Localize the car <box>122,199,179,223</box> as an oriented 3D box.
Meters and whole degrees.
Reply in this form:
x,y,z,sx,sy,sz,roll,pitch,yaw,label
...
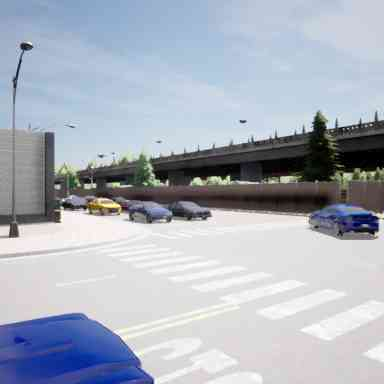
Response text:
x,y,z,sx,sy,sz,roll,pitch,yaw,label
-3.231,1.470,24.996,1.812,1.442,4.674,0,0,-36,car

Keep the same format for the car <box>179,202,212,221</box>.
x,y,z,sx,sy,sz,roll,pitch,yaw,label
-0.629,1.492,27.367,2.033,1.411,5.357,0,0,-36,car

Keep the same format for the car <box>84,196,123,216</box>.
x,y,z,sx,sy,sz,roll,pitch,yaw,label
-8.597,1.422,32.501,1.882,1.535,5.008,0,0,-36,car

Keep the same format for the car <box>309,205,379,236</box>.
x,y,z,sx,sy,sz,roll,pitch,yaw,label
8.223,1.465,18.433,1.882,1.535,5.008,1,0,-2,car

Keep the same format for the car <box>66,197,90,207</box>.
x,y,z,sx,sy,sz,roll,pitch,yaw,label
-17.486,1.492,50.986,2.033,1.411,5.357,0,0,-35,car

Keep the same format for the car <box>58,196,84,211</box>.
x,y,z,sx,sy,sz,roll,pitch,yaw,label
-14.294,1.492,40.480,2.033,1.411,5.357,0,0,-35,car

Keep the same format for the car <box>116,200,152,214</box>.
x,y,z,sx,sy,sz,roll,pitch,yaw,label
-6.199,1.545,35.169,1.895,1.301,4.718,0,0,-36,car

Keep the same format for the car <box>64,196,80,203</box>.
x,y,z,sx,sy,sz,roll,pitch,yaw,label
-23.772,1.469,65.932,1.812,1.442,4.674,0,0,-36,car

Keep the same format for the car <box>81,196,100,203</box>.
x,y,z,sx,sy,sz,roll,pitch,yaw,label
-20.746,1.488,67.792,2.033,1.411,5.357,0,0,-36,car

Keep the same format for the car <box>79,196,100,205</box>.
x,y,z,sx,sy,sz,roll,pitch,yaw,label
-17.845,1.422,57.813,1.882,1.535,5.008,0,0,-36,car

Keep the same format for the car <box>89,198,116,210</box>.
x,y,z,sx,sy,sz,roll,pitch,yaw,label
-11.454,1.470,42.542,1.812,1.442,4.674,0,0,-36,car

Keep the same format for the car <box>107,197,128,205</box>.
x,y,z,sx,sy,sz,roll,pitch,yaw,label
-12.826,1.506,56.810,1.994,1.385,4.181,0,0,-36,car

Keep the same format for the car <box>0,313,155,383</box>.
x,y,z,sx,sy,sz,roll,pitch,yaw,label
-2.530,1.601,1.971,4.718,1.301,1.895,0,0,-36,car
